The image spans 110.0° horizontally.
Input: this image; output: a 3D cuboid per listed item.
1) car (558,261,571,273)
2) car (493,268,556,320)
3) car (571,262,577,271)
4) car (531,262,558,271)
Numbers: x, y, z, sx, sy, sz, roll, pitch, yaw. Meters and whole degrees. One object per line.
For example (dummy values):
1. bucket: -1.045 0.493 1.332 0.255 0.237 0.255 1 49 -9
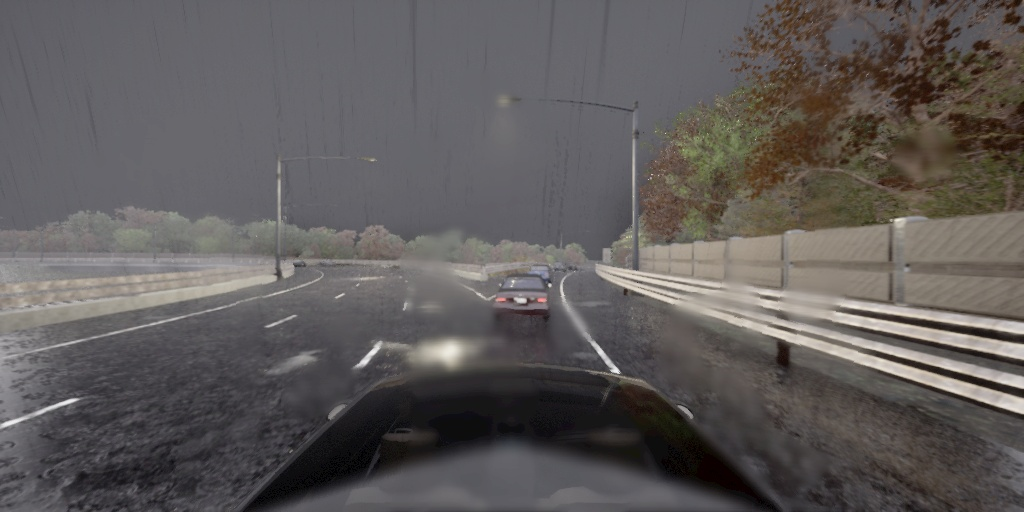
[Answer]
1. car: 6.256 1.450 47.355 2.033 1.411 5.357 0 -1 13
2. car: 0.440 1.328 12.729 2.033 1.411 5.357 0 0 4
3. car: 9.348 1.685 59.799 1.837 1.490 4.892 0 -2 14
4. car: 2.250 1.374 27.936 2.033 1.411 5.357 0 0 9
